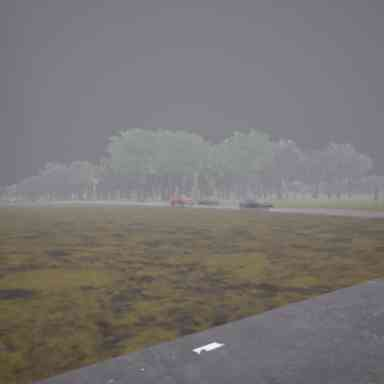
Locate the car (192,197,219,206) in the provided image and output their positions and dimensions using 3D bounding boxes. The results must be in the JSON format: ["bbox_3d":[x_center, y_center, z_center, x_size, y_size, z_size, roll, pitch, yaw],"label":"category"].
[{"bbox_3d":[2.749,1.701,60.034,2.128,1.511,4.902,-2,0,-35],"label":"car"}]

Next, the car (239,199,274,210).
[{"bbox_3d":[8.879,1.715,46.496,2.033,1.411,5.357,-2,1,-36],"label":"car"}]

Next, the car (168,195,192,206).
[{"bbox_3d":[-1.954,1.639,61.781,2.150,2.045,5.566,-2,0,-36],"label":"car"}]

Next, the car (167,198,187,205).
[{"bbox_3d":[-3.146,1.918,68.178,1.895,1.301,4.718,-2,0,-36],"label":"car"}]
